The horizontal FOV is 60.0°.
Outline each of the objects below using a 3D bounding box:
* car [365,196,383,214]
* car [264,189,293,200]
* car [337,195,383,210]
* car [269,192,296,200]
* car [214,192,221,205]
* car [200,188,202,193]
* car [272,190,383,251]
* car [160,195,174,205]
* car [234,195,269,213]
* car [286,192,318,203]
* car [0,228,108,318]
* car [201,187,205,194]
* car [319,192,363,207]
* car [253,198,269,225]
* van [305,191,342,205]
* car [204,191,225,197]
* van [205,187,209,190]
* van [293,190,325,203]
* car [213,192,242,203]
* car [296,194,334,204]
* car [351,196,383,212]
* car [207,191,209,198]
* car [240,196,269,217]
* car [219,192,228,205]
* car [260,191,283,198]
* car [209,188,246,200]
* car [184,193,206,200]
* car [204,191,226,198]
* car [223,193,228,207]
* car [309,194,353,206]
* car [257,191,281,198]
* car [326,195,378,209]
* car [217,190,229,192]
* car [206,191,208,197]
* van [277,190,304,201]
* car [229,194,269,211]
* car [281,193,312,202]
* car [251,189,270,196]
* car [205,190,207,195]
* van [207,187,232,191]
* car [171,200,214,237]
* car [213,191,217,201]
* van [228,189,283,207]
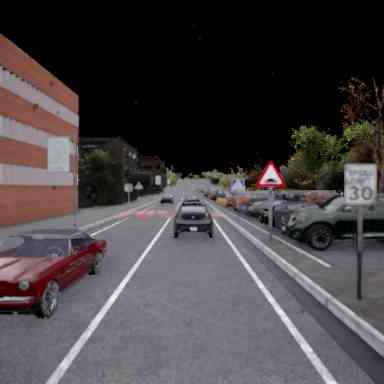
[{"bbox_3d":[18.645,1.168,30.025,5.008,1.535,2.097,0,0,-1],"label":"car"},{"bbox_3d":[18.097,0.504,69.689,5.566,2.045,2.435,0,1,-1],"label":"car"},{"bbox_3d":[18.577,1.120,35.796,5.008,1.535,2.097,0,0,-1],"label":"car"},{"bbox_3d":[18.157,0.826,66.862,5.008,1.535,2.097,0,2,-1],"label":"car"},{"bbox_3d":[5.747,1.074,41.079,5.366,1.575,1.946,0,0,-1],"label":"car"},{"bbox_3d":[5.278,0.204,91.953,4.792,1.488,2.163,0,1,-1],"label":"car"},{"bbox_3d":[6.283,1.053,12.825,5.566,2.045,2.435,0,0,-1],"label":"car"},{"bbox_3d":[-3.592,1.159,48.024,1.895,1.301,4.718,0,1,0],"label":"car"},{"bbox_3d":[6.125,1.236,26.955,4.674,1.452,2.002,0,0,-1],"label":"car"},{"bbox_3d":[18.278,0.828,55.557,4.553,1.767,2.185,0,0,-1],"label":"car"},{"bbox_3d":[-3.370,1.545,7.397,1.895,1.301,4.718,0,0,0],"label":"car"},{"bbox_3d":[5.448,0.364,74.997,5.566,2.045,2.435,0,1,-1],"label":"car"},{"bbox_3d":[18.527,0.947,41.442,4.553,1.767,2.185,0,0,-1],"label":"car"},{"bbox_3d":[6.230,1.264,18.478,5.008,1.535,2.097,0,0,-1],"label":"car"},{"bbox_3d":[18.538,0.800,46.962,4.442,1.987,1.878,0,1,-1],"label":"van"},{"bbox_3d":[5.396,0.468,80.652,5.008,1.535,2.097,0,1,-1],"label":"car"},{"bbox_3d":[5.631,0.463,72.175,4.442,1.987,1.878,0,1,-1],"label":"van"},{"bbox_3d":[18.466,0.753,52.612,4.442,1.987,1.878,0,0,-1],"label":"van"},{"bbox_3d":[5.774,0.833,55.207,4.553,1.767,2.185,0,0,-1],"label":"car"},{"bbox_3d":[18.392,1.004,49.788,4.892,1.521,2.231,0,0,-1],"label":"car"},{"bbox_3d":[18.641,1.174,32.849,4.792,1.488,2.163,0,0,-1],"label":"car"},{"bbox_3d":[5.699,0.934,58.033,5.008,1.535,2.097,0,0,-1],"label":"car"},{"bbox_3d":[6.157,1.259,24.129,4.674,1.452,2.002,0,0,-1],"label":"car"},{"bbox_3d":[6.156,1.098,38.258,5.366,1.575,1.946,0,0,-1],"label":"car"},{"bbox_3d":[18.020,0.638,75.341,4.792,1.488,2.163,0,1,-1],"label":"car"},{"bbox_3d":[5.847,0.754,49.556,5.566,2.045,2.435,0,0,-1],"label":"car"},{"bbox_3d":[-0.031,1.189,33.799,2.128,1.511,4.902,0,0,0],"label":"car"},{"bbox_3d":[5.444,0.542,77.829,5.008,1.535,2.097,0,1,-1],"label":"car"},{"bbox_3d":[6.005,1.164,35.431,4.674,1.452,2.002,0,0,-1],"label":"car"},{"bbox_3d":[18.464,1.049,44.266,5.008,1.535,2.097,0,0,-1],"label":"car"},{"bbox_3d":[18.021,0.540,78.038,4.892,1.521,2.231,0,1,-1],"label":"car"},{"bbox_3d":[18.529,1.096,38.619,5.008,1.535,2.097,0,0,-1],"label":"car"},{"bbox_3d":[5.925,0.927,43.906,4.553,1.767,2.185,0,0,-1],"label":"car"},{"bbox_3d":[5.631,0.922,63.693,4.674,1.452,2.002,0,0,-1],"label":"car"},{"bbox_3d":[18.118,0.682,61.079,4.442,1.987,1.878,0,0,-1],"label":"van"},{"bbox_3d":[6.055,1.201,29.780,4.792,1.488,2.163,0,0,-1],"label":"car"},{"bbox_3d":[18.306,0.961,58.257,4.792,1.488,2.163,0,0,-1],"label":"car"},{"bbox_3d":[17.871,0.192,86.502,4.553,1.767,2.185,0,1,-1],"label":"car"},{"bbox_3d":[5.555,0.803,69.356,4.674,1.452,2.002,0,1,-1],"label":"car"},{"bbox_3d":[5.705,0.604,66.647,4.442,1.987,1.878,0,1,-1],"label":"van"},{"bbox_3d":[0.061,1.362,17.064,1.837,1.490,4.892,0,0,0],"label":"car"},{"bbox_3d":[6.041,1.026,46.734,5.366,1.575,1.946,0,0,-1],"label":"car"},{"bbox_3d":[6.163,0.922,32.605,4.442,1.987,1.878,0,0,-1],"label":"van"}]
